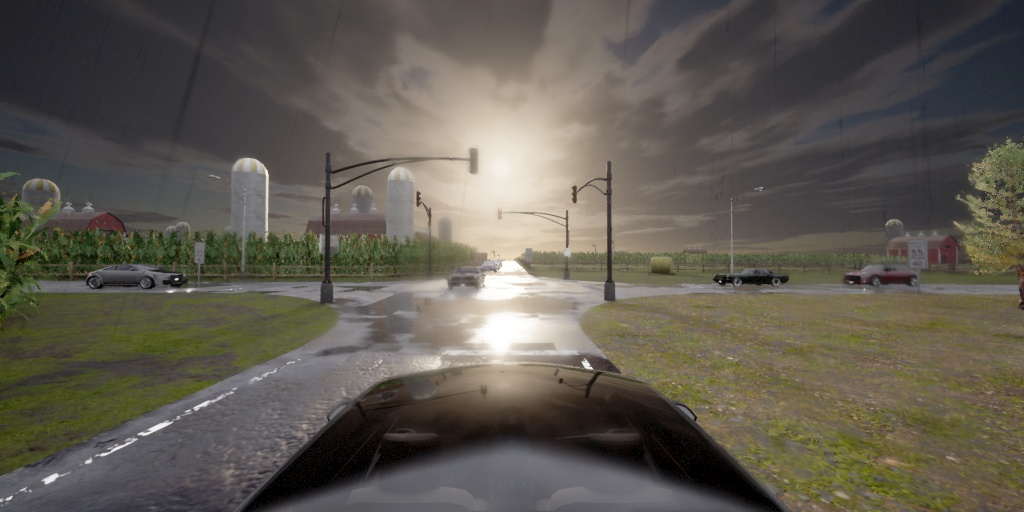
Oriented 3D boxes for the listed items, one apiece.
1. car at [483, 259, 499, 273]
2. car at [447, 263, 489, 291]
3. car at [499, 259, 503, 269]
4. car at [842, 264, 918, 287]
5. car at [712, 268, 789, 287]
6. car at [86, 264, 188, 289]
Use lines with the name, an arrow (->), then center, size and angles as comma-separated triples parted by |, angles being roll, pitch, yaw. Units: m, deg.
car -> -2.799, 1.313, 43.652 | 1.812, 1.442, 4.674 | 0, 0, -1
car -> -2.703, 1.316, 21.973 | 1.895, 1.301, 4.718 | 0, 0, 0
car -> -2.847, 1.333, 57.022 | 1.812, 1.442, 4.674 | 0, 0, 0
car -> 27.678, 1.413, 27.051 | 4.553, 1.767, 2.097 | 1, -1, -4
car -> 17.410, 1.566, 26.318 | 4.718, 1.301, 1.895 | 1, -1, -4
car -> -20.960, 1.117, 20.166 | 4.181, 1.385, 1.994 | 0, -1, -3
